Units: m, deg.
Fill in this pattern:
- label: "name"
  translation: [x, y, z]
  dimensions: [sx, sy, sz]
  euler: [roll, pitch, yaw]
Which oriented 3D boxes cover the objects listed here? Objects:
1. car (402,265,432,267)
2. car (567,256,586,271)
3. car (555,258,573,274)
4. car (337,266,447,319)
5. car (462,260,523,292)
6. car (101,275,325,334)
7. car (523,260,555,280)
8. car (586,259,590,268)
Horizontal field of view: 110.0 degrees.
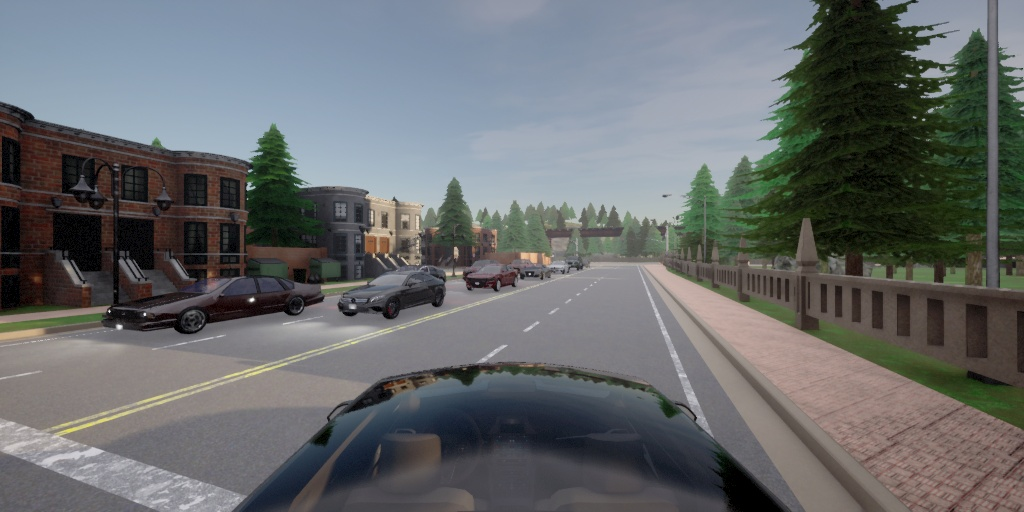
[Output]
- label: "car"
  translation: [-5.442, 1.242, 20.016]
  dimensions: [2.128, 1.511, 4.902]
  euler: [0, 0, 18]
- label: "car"
  translation: [8.711, 0.972, 50.837]
  dimensions: [2.150, 2.045, 5.566]
  euler: [0, 0, 19]
- label: "car"
  translation: [5.357, 1.276, 40.960]
  dimensions: [1.812, 1.442, 4.674]
  euler: [0, 0, 19]
- label: "car"
  translation: [-4.090, 1.276, 13.088]
  dimensions: [1.812, 1.442, 4.674]
  euler: [0, 0, 19]
- label: "car"
  translation: [-1.095, 1.228, 21.923]
  dimensions: [1.882, 1.535, 5.008]
  euler: [0, 0, 19]
- label: "car"
  translation: [-8.482, 1.297, 11.038]
  dimensions: [2.033, 1.411, 5.357]
  euler: [0, 0, 19]
- label: "car"
  translation: [2.128, 1.314, 31.407]
  dimensions: [1.994, 1.385, 4.181]
  euler: [0, 0, 20]
- label: "car"
  translation: [12.178, 1.255, 61.010]
  dimensions: [1.837, 1.490, 4.892]
  euler: [0, 0, 19]
